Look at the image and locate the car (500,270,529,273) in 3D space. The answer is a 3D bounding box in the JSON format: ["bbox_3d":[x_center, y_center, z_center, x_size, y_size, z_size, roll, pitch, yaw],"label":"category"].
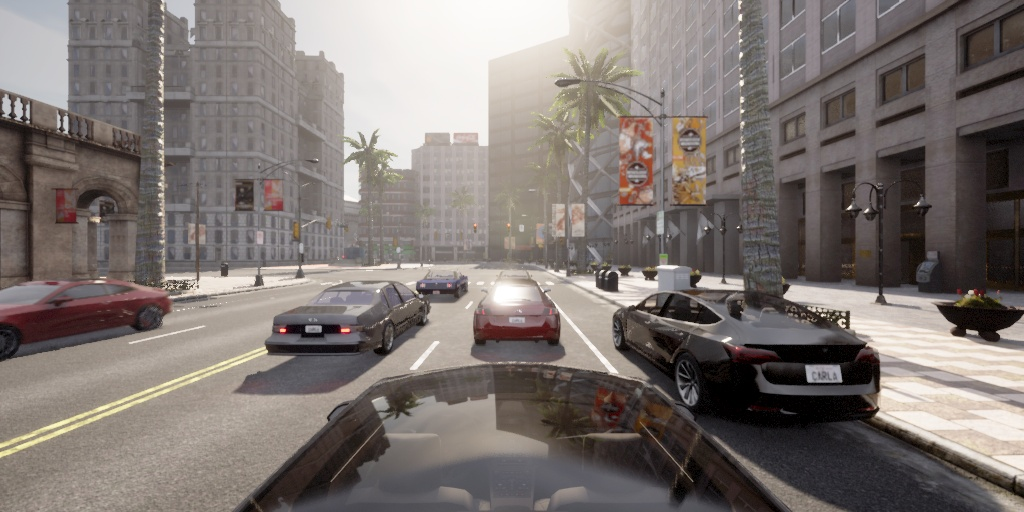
[{"bbox_3d":[0.117,1.350,18.336,1.895,1.301,4.718,0,0,0],"label":"car"}]

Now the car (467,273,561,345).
[{"bbox_3d":[0.108,1.313,9.529,1.994,1.385,4.181,0,0,0],"label":"car"}]

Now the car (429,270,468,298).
[{"bbox_3d":[-3.384,1.350,18.298,1.895,1.301,4.718,0,0,0],"label":"car"}]

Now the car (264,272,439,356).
[{"bbox_3d":[-3.395,1.297,8.649,2.033,1.411,5.357,0,0,0],"label":"car"}]

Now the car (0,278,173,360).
[{"bbox_3d":[-10.578,1.275,8.298,1.812,1.442,4.674,0,0,0],"label":"car"}]
